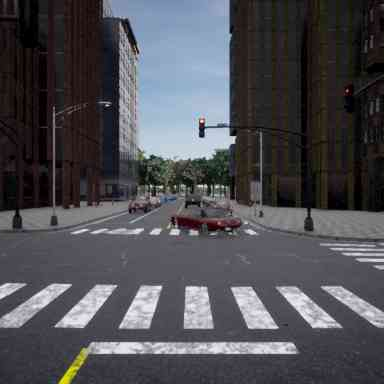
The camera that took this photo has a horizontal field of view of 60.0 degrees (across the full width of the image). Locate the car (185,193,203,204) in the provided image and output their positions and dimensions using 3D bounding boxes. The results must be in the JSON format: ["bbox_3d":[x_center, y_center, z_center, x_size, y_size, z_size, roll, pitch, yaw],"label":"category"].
[{"bbox_3d":[0.116,1.231,48.531,2.150,2.045,5.566,0,0,0],"label":"car"}]

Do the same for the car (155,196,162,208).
[{"bbox_3d":[-5.748,1.591,47.990,1.802,1.307,4.206,0,0,0],"label":"car"}]

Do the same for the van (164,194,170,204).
[{"bbox_3d":[-5.743,1.358,64.303,1.690,1.788,3.998,0,0,0],"label":"van"}]

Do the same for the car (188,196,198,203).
[{"bbox_3d":[0.122,1.567,69.971,2.033,1.411,5.357,0,0,0],"label":"car"}]

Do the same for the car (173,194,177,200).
[{"bbox_3d":[-5.736,1.596,86.053,1.947,1.339,4.313,0,0,0],"label":"car"}]

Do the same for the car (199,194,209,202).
[{"bbox_3d":[2.787,1.341,80.613,2.192,1.841,5.009,0,0,0],"label":"car"}]

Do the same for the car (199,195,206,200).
[{"bbox_3d":[2.790,1.560,91.658,1.752,1.417,4.829,0,0,0],"label":"car"}]

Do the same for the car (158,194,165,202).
[{"bbox_3d":[-5.746,1.537,53.258,1.752,1.417,4.829,0,0,0],"label":"car"}]

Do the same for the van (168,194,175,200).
[{"bbox_3d":[-5.735,1.376,91.491,1.690,1.788,3.998,0,0,0],"label":"van"}]

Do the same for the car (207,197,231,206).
[{"bbox_3d":[2.772,1.444,31.675,1.967,1.590,4.097,0,0,0],"label":"car"}]

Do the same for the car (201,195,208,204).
[{"bbox_3d":[2.777,1.560,47.987,2.008,1.369,4.403,0,0,0],"label":"car"}]

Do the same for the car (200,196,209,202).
[{"bbox_3d":[2.786,1.548,75.345,1.752,1.417,4.829,0,0,0],"label":"car"}]

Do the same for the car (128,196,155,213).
[{"bbox_3d":[-5.752,1.321,37.115,2.192,1.841,5.009,0,0,0],"label":"car"}]

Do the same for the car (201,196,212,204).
[{"bbox_3d":[2.782,1.542,64.470,1.752,1.417,4.829,0,0,0],"label":"car"}]

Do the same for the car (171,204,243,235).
[{"bbox_3d":[0.665,1.616,19.198,1.895,1.301,4.718,-1,1,-34],"label":"car"}]

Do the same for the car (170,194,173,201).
[{"bbox_3d":[-5.741,1.570,69.740,2.008,1.369,4.403,0,0,0],"label":"car"}]
